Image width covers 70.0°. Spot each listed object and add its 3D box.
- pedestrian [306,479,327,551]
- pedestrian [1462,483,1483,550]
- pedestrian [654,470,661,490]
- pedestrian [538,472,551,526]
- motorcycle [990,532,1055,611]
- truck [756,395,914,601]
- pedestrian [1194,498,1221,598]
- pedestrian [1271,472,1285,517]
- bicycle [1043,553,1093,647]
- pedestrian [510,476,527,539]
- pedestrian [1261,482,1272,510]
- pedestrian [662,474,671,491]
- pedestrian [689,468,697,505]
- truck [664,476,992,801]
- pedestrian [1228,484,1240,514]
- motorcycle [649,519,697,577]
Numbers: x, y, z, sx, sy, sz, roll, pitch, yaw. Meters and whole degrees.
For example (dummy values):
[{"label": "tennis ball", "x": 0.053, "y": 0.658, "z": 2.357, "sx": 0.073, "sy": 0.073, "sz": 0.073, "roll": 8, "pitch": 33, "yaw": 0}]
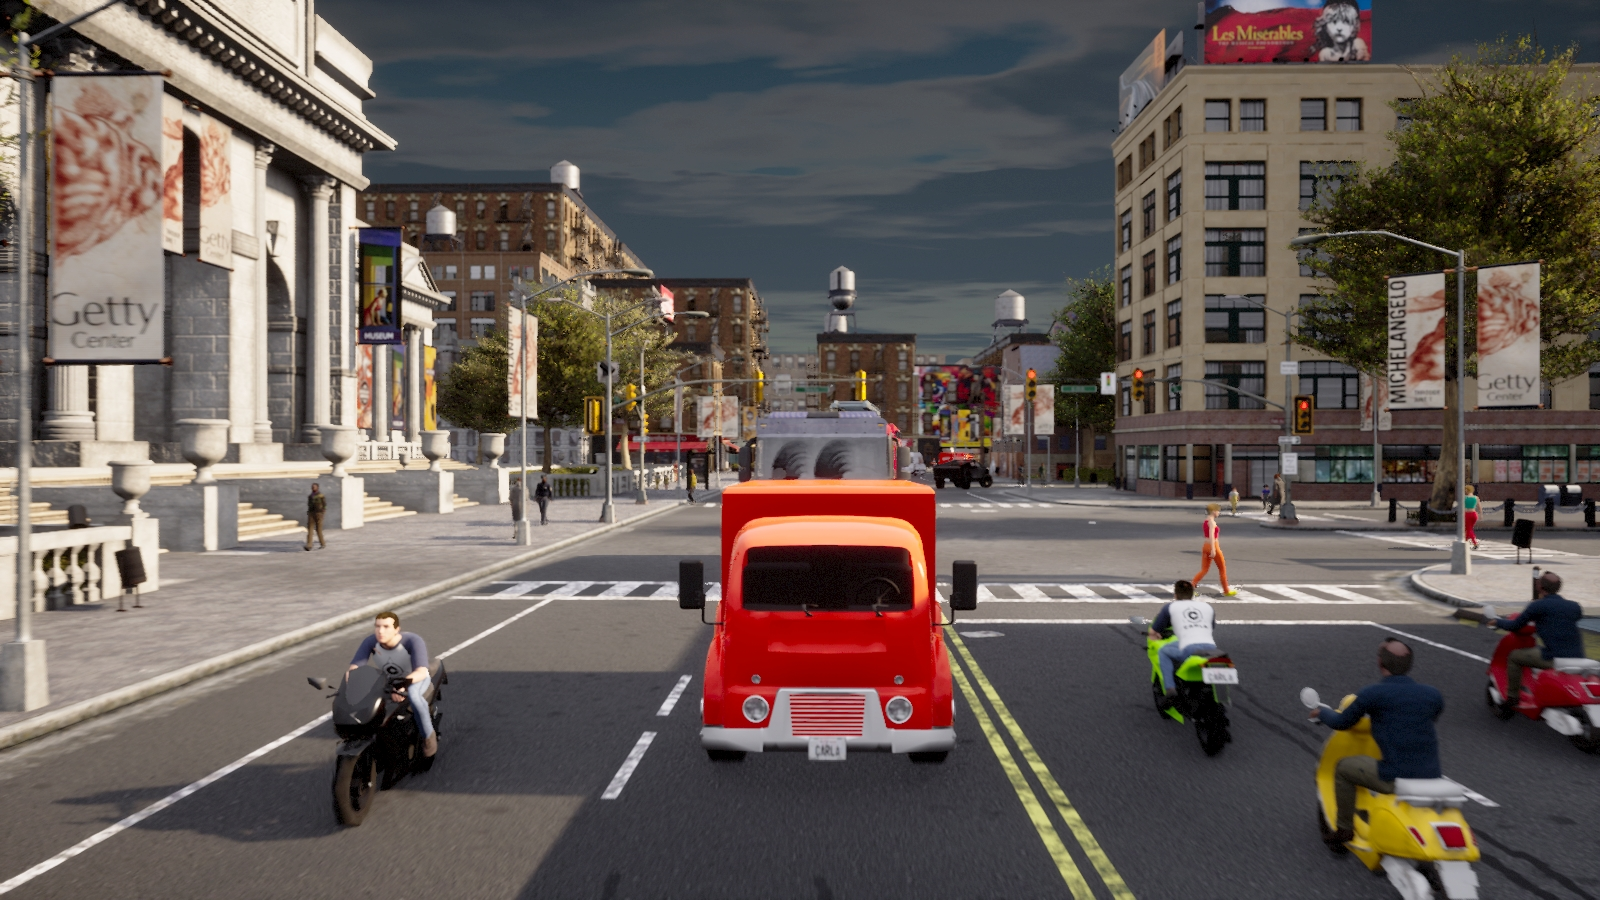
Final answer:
[{"label": "pedestrian", "x": -12.639, "y": 1.694, "z": 29.897, "sx": 0.375, "sy": 1.860, "sz": 0.375, "roll": 0, "pitch": 0, "yaw": 5}, {"label": "pedestrian", "x": 18.803, "y": 1.850, "z": 31.945, "sx": 0.375, "sy": 1.860, "sz": 0.375, "roll": 0, "pitch": 0, "yaw": 7}, {"label": "pedestrian", "x": -9.417, "y": 1.975, "z": 75.519, "sx": 0.375, "sy": 1.300, "sz": 0.375, "roll": 0, "pitch": 0, "yaw": 16}, {"label": "pedestrian", "x": -8.847, "y": 1.695, "z": 39.608, "sx": 0.375, "sy": 1.860, "sz": 0.375, "roll": 0, "pitch": 0, "yaw": -1}, {"label": "motorcycle", "x": 4.019, "y": 2.182, "z": 20.757, "sx": 0.856, "sy": 1.236, "sz": 1.805, "roll": 0, "pitch": 0, "yaw": 1}, {"label": "truck", "x": 1.065, "y": 0.890, "z": 25.608, "sx": 2.891, "sy": 3.827, "sz": 8.468, "roll": 0, "pitch": 0, "yaw": 6}, {"label": "pedestrian", "x": 7.731, "y": 1.849, "z": 21.687, "sx": 0.375, "sy": 1.860, "sz": 0.375, "roll": 0, "pitch": 0, "yaw": -2}, {"label": "pedestrian", "x": 20.053, "y": 1.851, "z": 47.927, "sx": 0.375, "sy": 1.860, "sz": 0.375, "roll": 0, "pitch": 0, "yaw": -11}, {"label": "bicycle", "x": 3.996, "y": 2.211, "z": 17.117, "sx": 0.329, "sy": 1.171, "sz": 1.835, "roll": 0, "pitch": 0, "yaw": 1}, {"label": "pedestrian", "x": -8.368, "y": 1.695, "z": 33.972, "sx": 0.375, "sy": 1.860, "sz": 0.375, "roll": 0, "pitch": 0, "yaw": 7}, {"label": "pedestrian", "x": 21.559, "y": 2.131, "z": 52.804, "sx": 0.375, "sy": 1.300, "sz": 0.375, "roll": 0, "pitch": 0, "yaw": 5}, {"label": "pedestrian", "x": -8.490, "y": 2.075, "z": 72.764, "sx": 0.500, "sy": 1.100, "sz": 0.500, "roll": 0, "pitch": 0, "yaw": 5}, {"label": "pedestrian", "x": -5.383, "y": 1.848, "z": 57.520, "sx": 0.375, "sy": 1.860, "sz": 0.375, "roll": 0, "pitch": 0, "yaw": 5}, {"label": "truck", "x": 0.289, "y": 1.568, "z": 11.756, "sx": 2.627, "sy": 2.467, "sz": 5.204, "roll": 0, "pitch": 0, "yaw": 2}, {"label": "pedestrian", "x": 18.817, "y": 2.131, "z": 49.557, "sx": 0.375, "sy": 1.300, "sz": 0.375, "roll": 0, "pitch": 0, "yaw": 1}, {"label": "motorcycle", "x": -2.876, "y": 2.212, "z": 26.075, "sx": 0.803, "sy": 1.145, "sz": 2.033, "roll": 0, "pitch": 0, "yaw": 1}]
